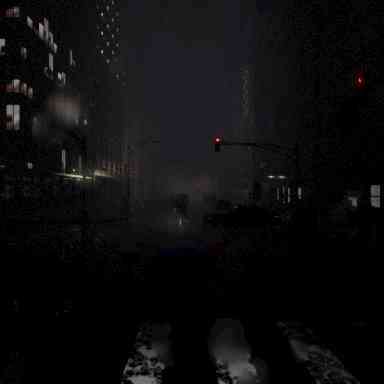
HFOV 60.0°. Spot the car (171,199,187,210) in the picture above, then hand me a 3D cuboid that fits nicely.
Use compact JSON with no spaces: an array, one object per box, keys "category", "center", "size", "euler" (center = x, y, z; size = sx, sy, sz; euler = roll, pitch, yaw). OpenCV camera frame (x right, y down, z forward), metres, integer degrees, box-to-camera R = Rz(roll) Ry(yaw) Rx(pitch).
[{"category":"car","center":[-1.615,1.612,43.644],"size":[1.895,1.301,4.718],"euler":[0,0,0]}]

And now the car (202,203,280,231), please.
[{"category":"car","center":[2.924,1.543,20.047],"size":[4.674,1.442,1.812],"euler":[0,0,-3]}]

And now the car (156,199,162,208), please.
[{"category":"car","center":[-4.107,1.591,47.277],"size":[1.802,1.307,4.206],"euler":[0,0,0]}]

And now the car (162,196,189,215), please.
[{"category":"car","center":[-1.569,1.507,33.724],"size":[2.128,1.511,4.902],"euler":[0,0,-1]}]

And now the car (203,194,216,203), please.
[{"category":"car","center":[3.675,1.311,63.906],"size":[2.192,1.841,5.009],"euler":[0,0,0]}]

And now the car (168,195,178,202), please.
[{"category":"car","center":[-4.272,1.424,74.915],"size":[1.967,1.590,4.097],"euler":[0,0,0]}]

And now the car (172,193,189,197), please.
[{"category":"car","center":[-1.680,1.225,56.573],"size":[2.150,2.045,5.566],"euler":[0,0,0]}]

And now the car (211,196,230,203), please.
[{"category":"car","center":[3.855,1.578,41.797],"size":[1.947,1.339,4.313],"euler":[0,0,0]}]

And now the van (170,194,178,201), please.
[{"category":"van","center":[-4.305,1.319,80.442],"size":[1.690,1.788,3.998],"euler":[0,0,0]}]

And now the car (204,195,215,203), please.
[{"category":"car","center":[3.642,1.430,69.434],"size":[1.967,1.590,4.097],"euler":[0,0,0]}]

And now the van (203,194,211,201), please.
[{"category":"van","center":[3.576,1.319,80.489],"size":[1.690,1.788,3.998],"euler":[0,0,0]}]
